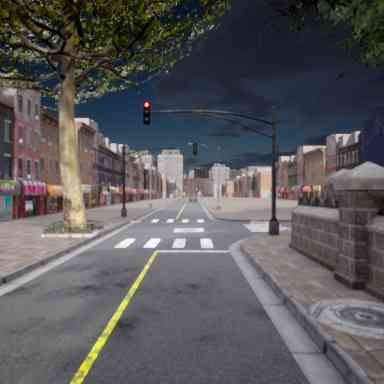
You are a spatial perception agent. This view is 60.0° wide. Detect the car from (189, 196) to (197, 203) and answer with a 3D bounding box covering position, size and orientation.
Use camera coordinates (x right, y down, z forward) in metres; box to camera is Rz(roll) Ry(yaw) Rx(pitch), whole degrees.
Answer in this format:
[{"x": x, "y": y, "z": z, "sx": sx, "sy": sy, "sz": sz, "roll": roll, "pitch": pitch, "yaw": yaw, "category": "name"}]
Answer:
[{"x": 0.224, "y": 1.604, "z": 73.596, "sx": 2.128, "sy": 1.511, "sz": 4.902, "roll": 0, "pitch": 0, "yaw": 0, "category": "car"}]
